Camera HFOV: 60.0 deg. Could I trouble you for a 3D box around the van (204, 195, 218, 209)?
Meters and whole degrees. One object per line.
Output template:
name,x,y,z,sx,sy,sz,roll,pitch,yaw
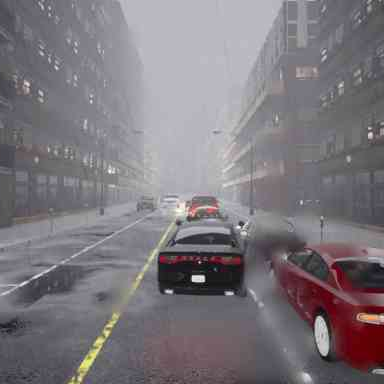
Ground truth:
van,2.565,1.351,45.414,1.690,1.788,3.998,1,0,0

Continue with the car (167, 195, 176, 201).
car,-5.327,1.570,85.078,2.008,1.369,4.403,1,0,0

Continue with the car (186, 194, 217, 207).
car,0.817,1.230,24.588,2.150,2.045,5.566,0,0,0

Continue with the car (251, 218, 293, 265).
car,2.570,1.553,11.388,2.008,1.369,4.403,1,0,0

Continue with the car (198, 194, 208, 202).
car,2.557,1.333,79.439,2.192,1.841,5.009,1,0,0

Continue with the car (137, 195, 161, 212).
car,-5.314,1.324,39.711,2.192,1.841,5.009,1,0,0

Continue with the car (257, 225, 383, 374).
car,2.571,1.546,5.718,1.887,1.381,4.507,1,0,0

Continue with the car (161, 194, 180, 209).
car,-2.762,1.231,45.289,2.150,2.045,5.566,0,0,0

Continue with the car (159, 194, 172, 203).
car,-5.320,1.330,68.066,2.192,1.841,5.009,1,0,0

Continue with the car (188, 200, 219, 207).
car,0.818,1.459,18.747,1.801,1.575,5.366,0,0,0

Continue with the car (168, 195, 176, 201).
car,-5.329,1.587,90.749,1.947,1.339,4.313,1,0,0

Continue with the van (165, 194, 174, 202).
van,-5.323,1.359,79.408,1.690,1.788,3.998,1,0,0

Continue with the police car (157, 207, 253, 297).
police car,0.432,1.427,8.813,1.930,1.638,5.238,0,0,7
